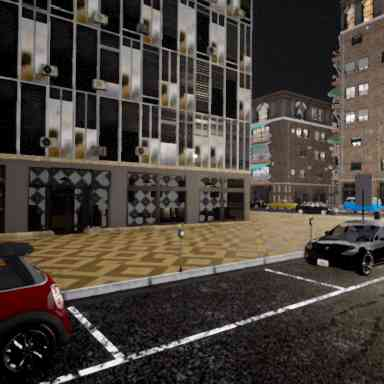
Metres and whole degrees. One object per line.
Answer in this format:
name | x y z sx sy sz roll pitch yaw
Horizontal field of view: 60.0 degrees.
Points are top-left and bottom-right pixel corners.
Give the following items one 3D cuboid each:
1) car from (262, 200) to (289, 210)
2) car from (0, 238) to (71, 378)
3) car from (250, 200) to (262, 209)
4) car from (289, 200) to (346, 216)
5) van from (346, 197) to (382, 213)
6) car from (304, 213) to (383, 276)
car | 12.656 1.776 46.680 1.752 1.417 4.829 0 -1 -35
car | -3.717 1.440 3.897 4.097 1.590 1.967 0 1 -35
car | 9.588 1.853 51.098 1.947 1.339 4.313 0 -1 -35
car | 12.199 1.611 32.648 2.008 1.369 4.403 0 -1 -35
van | 19.086 1.514 37.426 1.690 1.788 3.998 0 -1 -35
car | 5.359 1.564 10.373 4.313 1.339 1.947 0 1 -35
